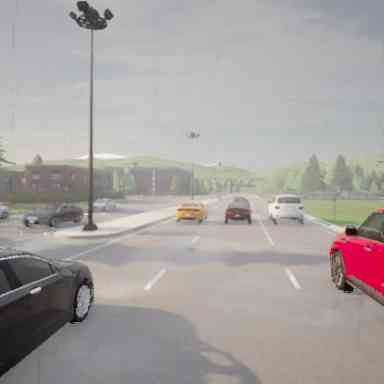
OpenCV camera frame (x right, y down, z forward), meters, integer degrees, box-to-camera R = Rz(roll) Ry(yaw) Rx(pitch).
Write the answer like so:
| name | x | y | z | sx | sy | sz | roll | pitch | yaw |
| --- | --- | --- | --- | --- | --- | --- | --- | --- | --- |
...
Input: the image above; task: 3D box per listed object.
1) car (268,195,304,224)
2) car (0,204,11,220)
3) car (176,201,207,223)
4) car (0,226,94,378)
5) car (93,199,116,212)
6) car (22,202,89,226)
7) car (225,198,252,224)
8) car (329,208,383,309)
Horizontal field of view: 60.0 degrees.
| name | x | y | z | sx | sy | sz | roll | pitch | yaw |
| --- | --- | --- | --- | --- | --- | --- | --- | --- | --- |
| car | 7.063 | 1.249 | 25.319 | 2.150 | 2.045 | 5.566 | 0 | 0 | 9 |
| car | -15.524 | 1.447 | 24.592 | 1.812 | 1.442 | 4.674 | 0 | 0 | 9 |
| car | 0.069 | 1.472 | 25.870 | 1.882 | 1.535 | 5.008 | 0 | 0 | 9 |
| car | -2.894 | 1.490 | 4.336 | 1.837 | 1.490 | 4.892 | 0 | 0 | 5 |
| car | -9.980 | 1.471 | 37.282 | 1.812 | 1.442 | 4.674 | 0 | 0 | 9 |
| car | -8.897 | 1.445 | 21.661 | 2.128 | 1.511 | 4.902 | 0 | 0 | 9 |
| car | 3.523 | 1.489 | 25.289 | 1.882 | 1.535 | 5.008 | 0 | 0 | 9 |
| car | 4.191 | 1.240 | 5.770 | 2.150 | 2.045 | 5.566 | 0 | 0 | 6 |
